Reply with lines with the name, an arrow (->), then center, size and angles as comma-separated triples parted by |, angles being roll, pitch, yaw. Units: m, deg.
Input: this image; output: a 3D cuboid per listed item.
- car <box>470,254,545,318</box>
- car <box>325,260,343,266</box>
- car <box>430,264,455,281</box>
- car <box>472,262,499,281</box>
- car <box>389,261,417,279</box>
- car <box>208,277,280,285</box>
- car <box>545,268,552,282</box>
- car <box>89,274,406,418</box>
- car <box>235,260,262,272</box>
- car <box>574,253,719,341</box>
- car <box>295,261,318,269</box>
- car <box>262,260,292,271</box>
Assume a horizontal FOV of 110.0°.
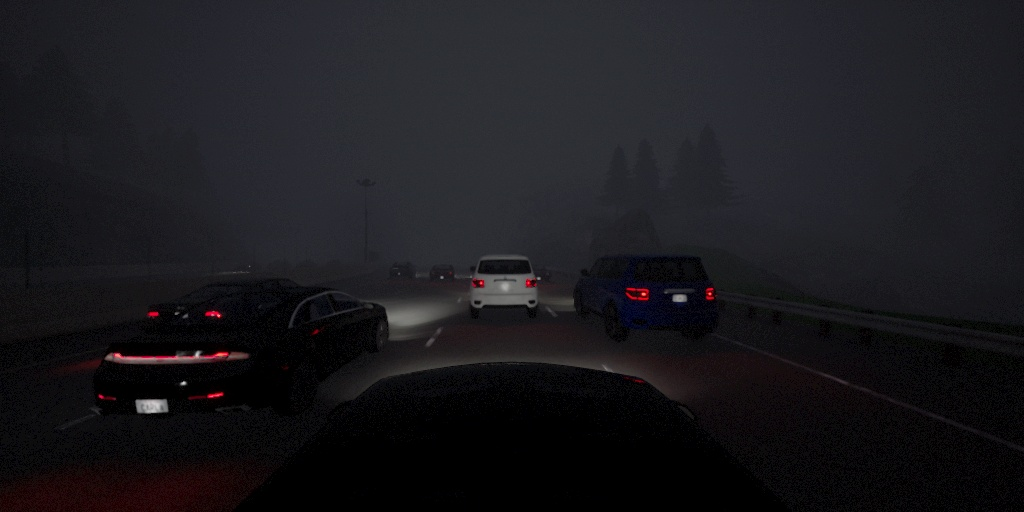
car -> -0.362, 0.958, 13.158 | 2.150, 2.045, 5.566 | 0, 0, -3
car -> -24.812, 1.268, 50.292 | 1.812, 1.442, 4.674 | 0, 0, -16
car -> -5.661, 1.328, 29.465 | 1.895, 1.301, 4.718 | 0, 0, -9
car -> -2.398, 1.282, 31.002 | 1.994, 1.385, 4.181 | 0, 0, -9
car -> -9.579, 1.224, 31.607 | 2.128, 1.511, 4.902 | 0, 0, -9
car -> -7.183, 1.302, 10.153 | 2.033, 1.411, 5.357 | 0, 0, -3
car -> 1.626, 1.315, 27.920 | 1.895, 1.301, 4.718 | 0, 0, -8
car -> -3.558, 1.244, 5.914 | 2.128, 1.511, 4.902 | 0, 0, -1
car -> -35.049, 1.292, 47.898 | 1.812, 1.442, 4.674 | 0, 0, -16
car -> 3.308, 0.954, 10.024 | 2.150, 2.045, 5.566 | 0, 0, -3
car -> -28.159, 1.314, 49.242 | 1.994, 1.385, 4.181 | 0, 0, -16
car -> -31.729, 1.249, 49.018 | 2.128, 1.511, 4.902 | 0, 0, -16
